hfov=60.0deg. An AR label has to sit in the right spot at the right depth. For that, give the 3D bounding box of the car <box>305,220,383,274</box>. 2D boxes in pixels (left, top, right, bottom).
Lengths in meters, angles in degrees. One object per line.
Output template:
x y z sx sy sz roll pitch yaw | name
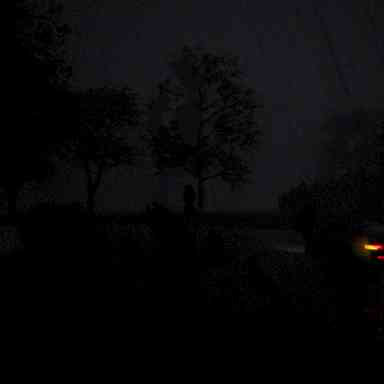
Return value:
5.325 1.644 10.860 1.812 1.442 4.674 0 -1 -2 | car
